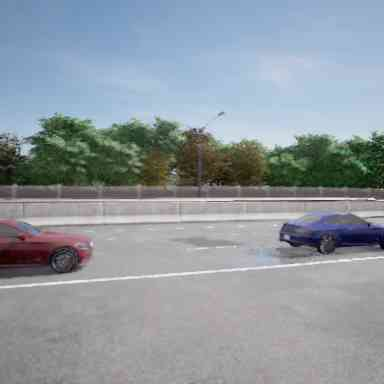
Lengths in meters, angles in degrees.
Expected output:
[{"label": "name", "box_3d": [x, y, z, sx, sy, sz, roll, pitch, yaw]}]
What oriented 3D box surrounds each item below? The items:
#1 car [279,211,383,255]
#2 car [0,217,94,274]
[{"label": "car", "box_3d": [5.574, 1.459, 12.670, 4.674, 1.442, 1.812, 0, 0, -19]}, {"label": "car", "box_3d": [-5.099, 1.428, 9.039, 4.674, 1.442, 1.812, 0, 0, -19]}]
